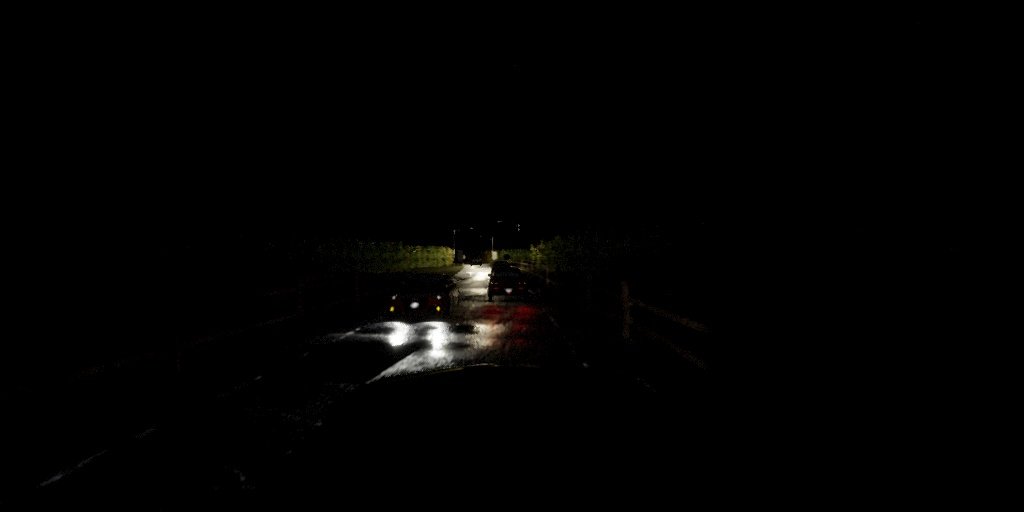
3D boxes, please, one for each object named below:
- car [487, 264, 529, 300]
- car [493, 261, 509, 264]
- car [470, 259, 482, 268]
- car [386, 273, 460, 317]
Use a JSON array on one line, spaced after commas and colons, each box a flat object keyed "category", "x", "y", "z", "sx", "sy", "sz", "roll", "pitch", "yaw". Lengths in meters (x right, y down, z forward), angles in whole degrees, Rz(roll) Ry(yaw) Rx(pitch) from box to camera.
[{"category": "car", "x": -0.215, "y": 1.280, "z": 17.482, "sx": 1.812, "sy": 1.442, "sz": 4.674, "roll": 0, "pitch": 0, "yaw": -2}, {"category": "car", "x": -1.098, "y": 1.248, "z": 35.120, "sx": 1.882, "sy": 1.535, "sz": 5.008, "roll": 0, "pitch": 0, "yaw": -4}, {"category": "car", "x": -5.399, "y": 1.053, "z": 53.921, "sx": 1.895, "sy": 1.301, "sz": 4.718, "roll": 0, "pitch": 0, "yaw": -5}, {"category": "car", "x": -3.039, "y": 1.319, "z": 13.036, "sx": 1.994, "sy": 1.385, "sz": 4.181, "roll": 0, "pitch": 0, "yaw": -1}]
